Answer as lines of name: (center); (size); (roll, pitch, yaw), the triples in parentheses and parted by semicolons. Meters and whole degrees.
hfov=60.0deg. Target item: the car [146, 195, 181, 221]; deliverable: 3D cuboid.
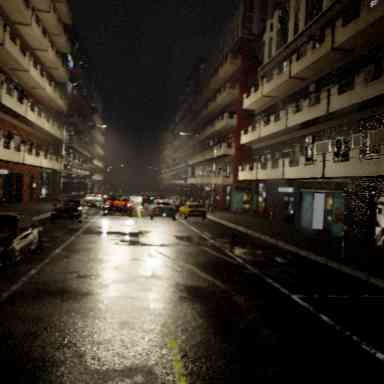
car: (-2.286, 1.292, 25.129); (1.812, 1.442, 4.674); (4, 0, -10)

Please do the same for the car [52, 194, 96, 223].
car: (-7.203, 1.029, 19.946); (2.008, 1.369, 4.403); (3, 0, -10)

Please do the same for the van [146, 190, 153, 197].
van: (-11.794, 0.280, 93.076); (1.690, 1.788, 3.998); (3, 0, -10)

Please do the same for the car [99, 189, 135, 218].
car: (-5.441, 0.922, 24.993); (2.097, 1.767, 4.553); (4, 0, -10)

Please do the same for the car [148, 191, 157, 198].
car: (-9.823, 0.539, 82.050); (1.967, 1.590, 4.097); (3, 0, -10)

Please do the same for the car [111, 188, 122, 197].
car: (-17.067, -0.013, 75.081); (2.192, 1.841, 5.009); (3, 0, -10)

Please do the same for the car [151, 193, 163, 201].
car: (-6.866, 0.891, 65.509); (2.008, 1.369, 4.403); (3, 0, -10)

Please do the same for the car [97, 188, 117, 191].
car: (-11.142, 0.470, 41.999); (2.192, 1.841, 5.009); (3, 0, -10)

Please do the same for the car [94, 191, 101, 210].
car: (-9.178, 0.867, 30.973); (2.008, 1.369, 4.403); (3, 0, -10)

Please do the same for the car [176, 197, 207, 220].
car: (0.018, 1.428, 27.080); (1.752, 1.417, 4.829); (3, 0, -10)

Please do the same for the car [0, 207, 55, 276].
car: (-5.230, 1.223, 8.918); (1.802, 1.307, 4.206); (3, 0, -10)

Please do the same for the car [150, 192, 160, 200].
car: (-7.882, 0.782, 71.190); (1.752, 1.417, 4.829); (3, 0, -10)

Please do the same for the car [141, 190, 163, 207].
car: (-5.096, 0.758, 40.942); (2.150, 2.045, 5.566); (4, 1, -10)

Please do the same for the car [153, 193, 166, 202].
car: (-5.879, 0.986, 59.995); (1.947, 1.339, 4.313); (3, 0, -10)
